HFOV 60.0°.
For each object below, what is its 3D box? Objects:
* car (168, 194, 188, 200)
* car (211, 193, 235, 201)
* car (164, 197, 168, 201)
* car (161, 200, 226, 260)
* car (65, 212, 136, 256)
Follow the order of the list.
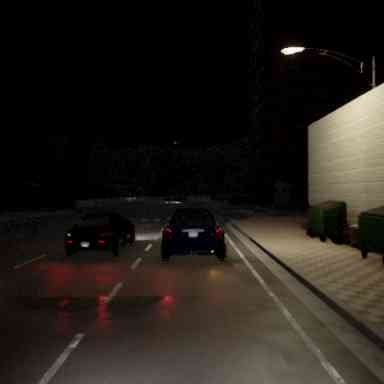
[{"bbox_3d":[-2.781,1.324,74.025,2.097,1.767,4.553,0,0,28],"label":"car"},{"bbox_3d":[8.478,1.187,85.370,5.566,2.045,2.150,0,0,-33],"label":"car"},{"bbox_3d":[-4.572,1.322,77.771,2.097,1.767,4.553,0,0,33],"label":"car"},{"bbox_3d":[0.059,1.347,12.535,2.097,1.767,4.553,0,0,0],"label":"car"},{"bbox_3d":[-3.437,1.520,13.042,1.812,1.442,4.674,0,0,0],"label":"car"}]
